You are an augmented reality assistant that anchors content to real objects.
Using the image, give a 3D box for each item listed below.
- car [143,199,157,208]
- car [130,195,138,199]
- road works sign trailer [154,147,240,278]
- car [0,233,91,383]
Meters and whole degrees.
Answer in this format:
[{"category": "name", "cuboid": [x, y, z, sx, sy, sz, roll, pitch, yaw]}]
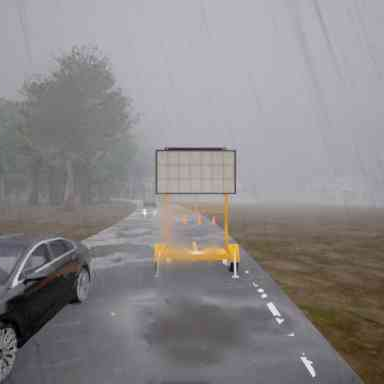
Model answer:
[{"category": "car", "cuboid": [-6.018, 1.607, 47.419, 1.895, 1.301, 4.718, 0, 0, -9]}, {"category": "car", "cuboid": [-15.480, 1.483, 88.287, 1.882, 1.535, 5.008, 0, 0, -18]}, {"category": "road works sign trailer", "cuboid": [0.109, 0.464, 10.097, 2.380, 3.560, 2.880, 0, 0, -1]}, {"category": "car", "cuboid": [-3.095, 1.490, 5.323, 2.128, 1.511, 4.902, 0, 0, 0]}]
